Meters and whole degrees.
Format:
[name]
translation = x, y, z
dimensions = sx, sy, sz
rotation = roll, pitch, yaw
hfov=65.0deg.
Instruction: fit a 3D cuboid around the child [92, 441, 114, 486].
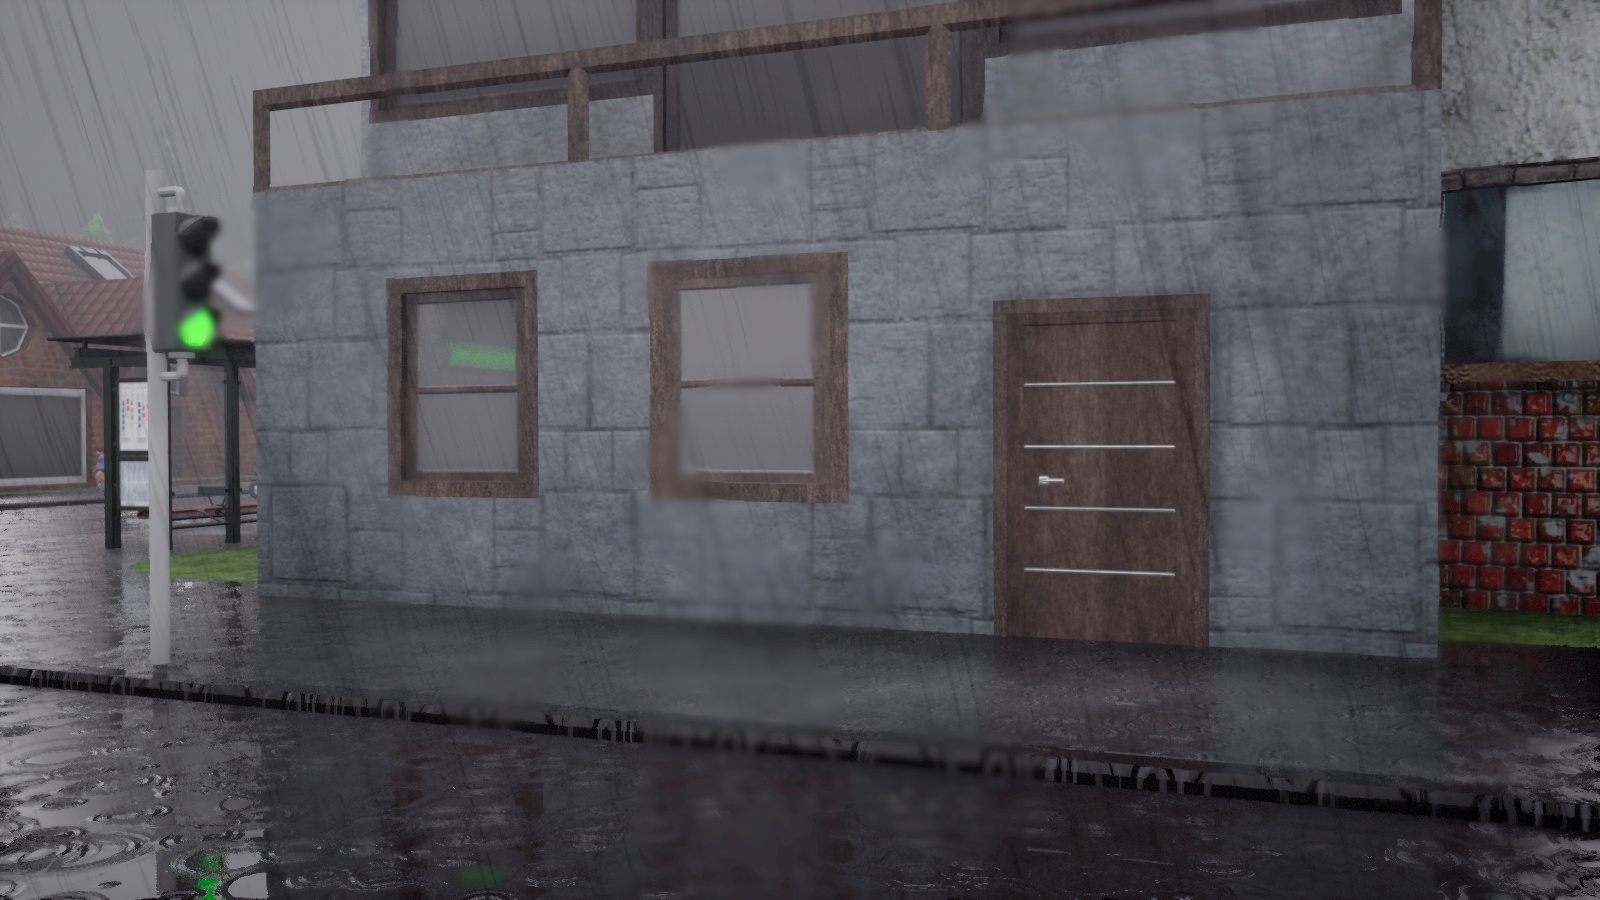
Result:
[child]
translation = -17.628, 0.342, 31.756
dimensions = 0.255, 1.110, 0.394
rotation = 1, 1, 34
